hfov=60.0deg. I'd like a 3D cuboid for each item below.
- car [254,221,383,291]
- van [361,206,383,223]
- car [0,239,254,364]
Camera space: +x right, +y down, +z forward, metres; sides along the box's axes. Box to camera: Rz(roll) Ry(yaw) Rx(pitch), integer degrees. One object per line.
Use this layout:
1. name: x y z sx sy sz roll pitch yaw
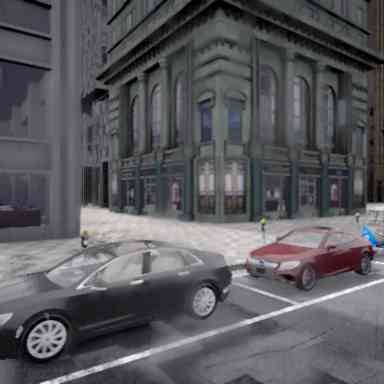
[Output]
1. car: 3.324 1.617 9.024 4.206 1.307 1.802 0 0 -36
2. van: 7.913 1.402 12.299 3.998 1.788 1.690 0 0 -36
3. car: -1.265 1.560 5.751 4.403 1.369 2.008 0 0 -36
